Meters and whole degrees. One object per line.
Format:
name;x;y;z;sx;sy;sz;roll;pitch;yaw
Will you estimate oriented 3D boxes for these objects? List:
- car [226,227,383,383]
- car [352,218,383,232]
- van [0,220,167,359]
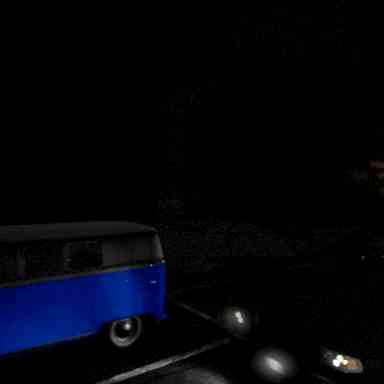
car;3.079;1.546;5.278;5.357;1.411;2.033;0;0;-36
car;6.511;1.561;10.863;4.313;1.339;1.947;0;0;-36
van;-2.290;1.341;4.581;3.998;1.788;1.690;0;0;-36
